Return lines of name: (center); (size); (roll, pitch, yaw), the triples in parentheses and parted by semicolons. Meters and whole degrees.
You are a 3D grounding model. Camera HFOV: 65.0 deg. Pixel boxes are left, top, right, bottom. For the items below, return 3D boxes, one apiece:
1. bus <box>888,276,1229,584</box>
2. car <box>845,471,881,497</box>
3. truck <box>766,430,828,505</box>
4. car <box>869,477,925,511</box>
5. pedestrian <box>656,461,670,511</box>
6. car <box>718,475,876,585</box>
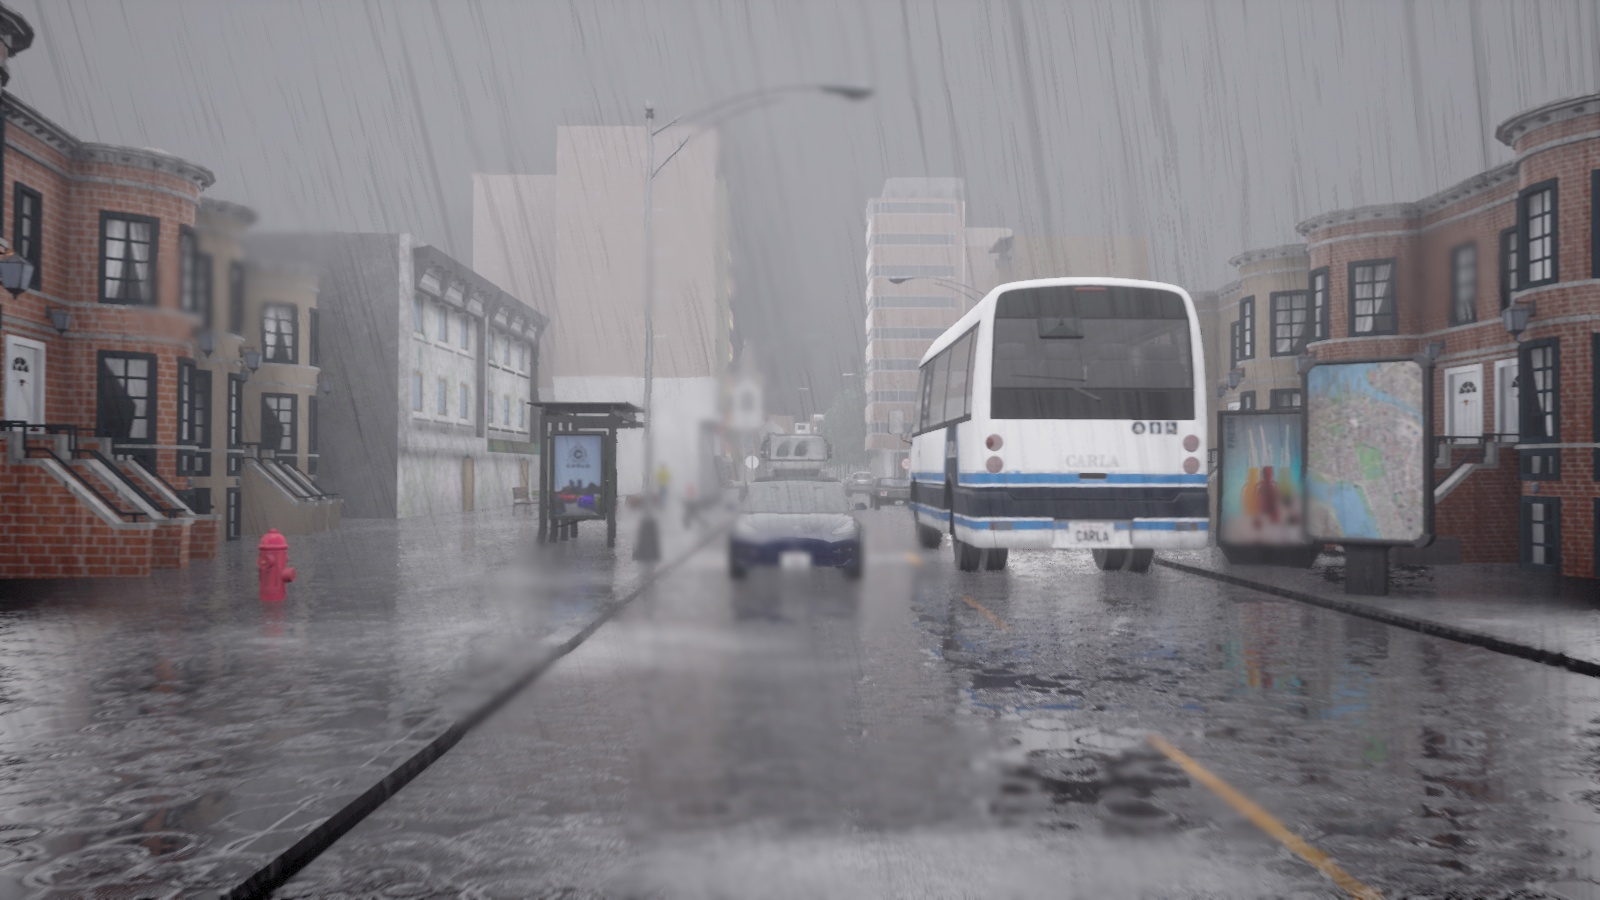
bus: (3.943, -0.200, 22.544); (3.944, 4.253, 10.273); (0, -1, 0)
car: (3.777, 2.038, 76.033); (1.970, 1.475, 3.806); (0, -1, 0)
truck: (-0.172, 0.882, 62.656); (2.891, 3.462, 7.936); (0, -1, 0)
car: (3.878, 1.754, 51.047); (1.895, 1.301, 4.718); (0, -1, 0)
pedestrian: (-5.026, 1.315, 46.007); (0.354, 1.836, 0.706); (0, -1, 7)
car: (-0.046, 1.142, 19.568); (2.163, 1.488, 4.792); (0, -1, 0)
